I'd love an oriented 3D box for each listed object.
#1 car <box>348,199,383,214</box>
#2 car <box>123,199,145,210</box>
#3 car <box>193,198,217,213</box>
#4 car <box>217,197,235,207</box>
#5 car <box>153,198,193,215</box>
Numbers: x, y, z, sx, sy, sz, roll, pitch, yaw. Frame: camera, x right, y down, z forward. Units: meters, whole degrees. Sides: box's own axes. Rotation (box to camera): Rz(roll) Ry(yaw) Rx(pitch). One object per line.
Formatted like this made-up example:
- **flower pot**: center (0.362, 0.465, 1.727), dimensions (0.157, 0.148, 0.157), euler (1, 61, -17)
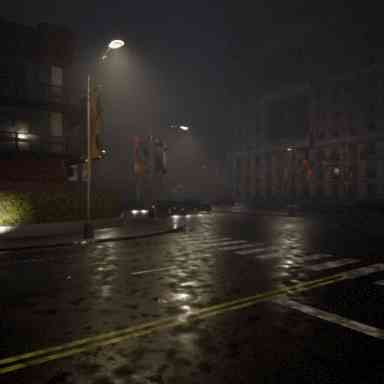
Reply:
- **car**: center (18.584, 1.477, 33.640), dimensions (5.008, 1.535, 1.882), euler (0, 1, 23)
- **car**: center (-7.590, 1.564, 42.230), dimensions (1.994, 1.385, 4.181), euler (0, 0, -35)
- **car**: center (0.206, 1.478, 37.142), dimensions (1.882, 1.535, 5.008), euler (0, 0, -35)
- **car**: center (4.448, 1.477, 51.463), dimensions (1.882, 1.535, 5.008), euler (0, 0, -35)
- **car**: center (-2.318, 1.505, 34.641), dimensions (1.837, 1.490, 4.892), euler (0, 0, -35)
